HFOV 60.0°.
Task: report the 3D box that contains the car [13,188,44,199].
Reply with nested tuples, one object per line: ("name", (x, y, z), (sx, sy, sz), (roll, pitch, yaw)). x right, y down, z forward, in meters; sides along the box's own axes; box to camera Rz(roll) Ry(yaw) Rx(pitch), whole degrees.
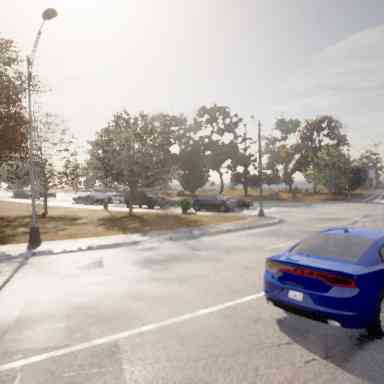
("car", (-26.451, 0.317, 53.001), (5.357, 1.411, 2.033), (3, 3, 35))

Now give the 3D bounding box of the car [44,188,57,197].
("car", (-24.761, 0.121, 56.091), (5.008, 1.535, 1.882), (2, 3, 35))

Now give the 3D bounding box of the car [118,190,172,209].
("car", (-5.363, 0.802, 37.961), (5.566, 2.045, 2.150), (1, 3, 35))

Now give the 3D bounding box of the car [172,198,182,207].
("car", (-3.205, 1.065, 40.734), (4.718, 1.301, 1.895), (1, 2, 35))

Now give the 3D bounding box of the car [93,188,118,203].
("car", (-11.864, 0.441, 46.854), (5.566, 2.045, 2.150), (2, 3, 35))

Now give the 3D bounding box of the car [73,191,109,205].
("car", (-13.547, 0.954, 43.776), (4.718, 1.301, 1.895), (2, 3, 35))

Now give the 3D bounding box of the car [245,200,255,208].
("car", (4.218, 1.125, 35.484), (4.718, 1.301, 1.895), (0, 2, 35))

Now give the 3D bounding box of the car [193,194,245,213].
("car", (2.346, 0.995, 32.504), (4.553, 1.767, 2.097), (0, 2, 35))

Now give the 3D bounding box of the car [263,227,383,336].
("car", (3.565, 1.466, 6.805), (5.008, 1.535, 1.882), (0, 0, -39))
